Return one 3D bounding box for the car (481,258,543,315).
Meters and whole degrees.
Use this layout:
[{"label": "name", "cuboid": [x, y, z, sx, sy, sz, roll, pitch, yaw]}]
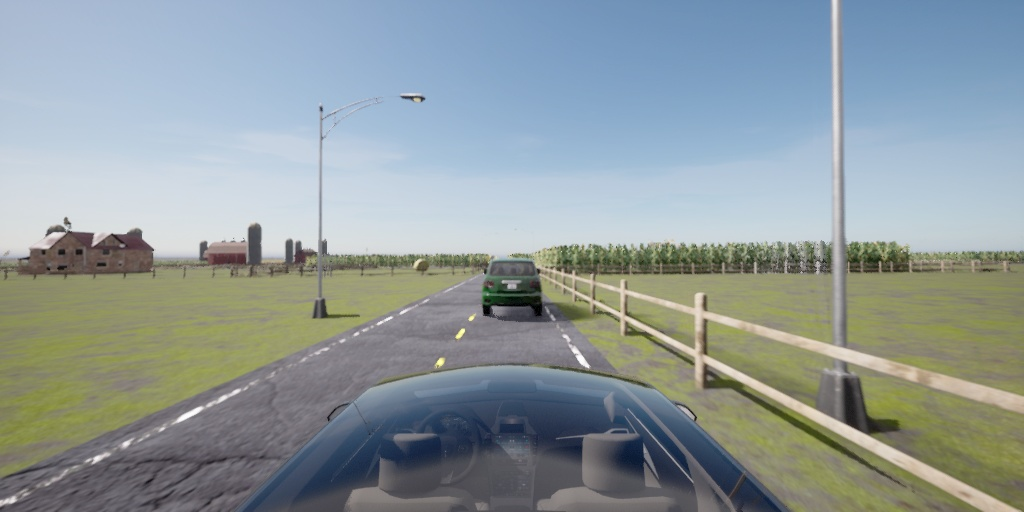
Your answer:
[{"label": "car", "cuboid": [0.016, 1.106, 14.429, 2.150, 2.045, 5.566, 0, 0, 0]}]
